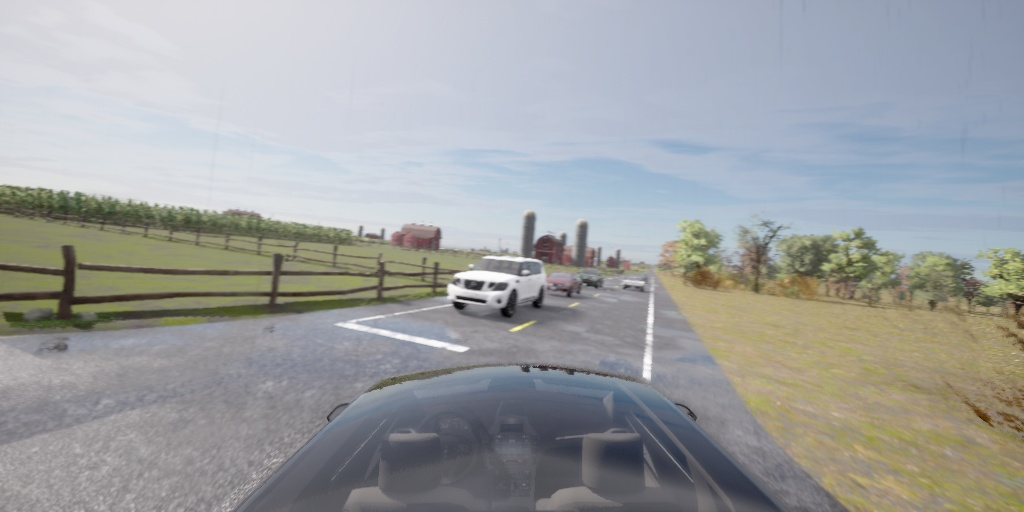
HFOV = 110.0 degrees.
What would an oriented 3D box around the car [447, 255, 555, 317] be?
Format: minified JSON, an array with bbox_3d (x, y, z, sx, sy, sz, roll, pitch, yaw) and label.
[{"bbox_3d":[-0.269,1.012,13.967,2.150,2.045,5.566,5,0,22],"label":"car"}]

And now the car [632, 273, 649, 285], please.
[{"bbox_3d":[19.619,3.455,54.575,2.033,1.411,5.357,5,0,22],"label":"car"}]

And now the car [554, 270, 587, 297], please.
[{"bbox_3d":[3.243,1.699,22.974,1.812,1.442,4.674,5,0,21],"label":"car"}]

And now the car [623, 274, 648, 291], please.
[{"bbox_3d":[12.148,2.694,35.576,1.895,1.301,4.718,5,0,22],"label":"car"}]

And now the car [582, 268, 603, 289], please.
[{"bbox_3d":[7.011,1.934,32.492,2.097,1.767,4.553,5,0,22],"label":"car"}]
